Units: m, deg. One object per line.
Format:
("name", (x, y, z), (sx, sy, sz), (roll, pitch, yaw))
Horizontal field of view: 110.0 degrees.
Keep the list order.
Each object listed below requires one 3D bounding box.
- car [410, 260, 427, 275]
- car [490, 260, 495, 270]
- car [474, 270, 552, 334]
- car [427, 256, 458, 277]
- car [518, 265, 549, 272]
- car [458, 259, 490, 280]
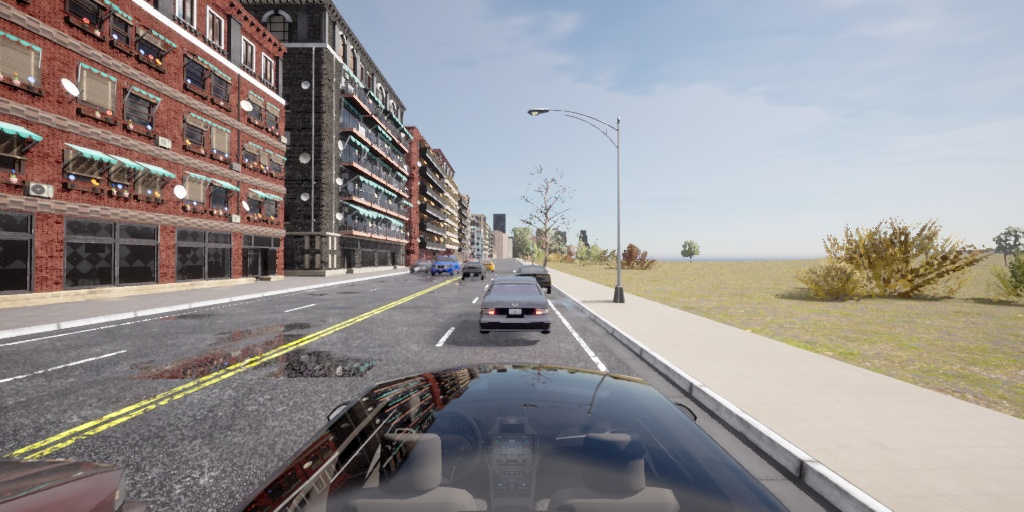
("car", (-9.906, 1.243, 39.735), (2.128, 1.511, 4.902), (0, 0, 0))
("car", (-3.214, 1.229, 45.425), (1.882, 1.535, 5.008), (0, 0, 0))
("car", (0.089, 1.299, 10.597), (2.033, 1.411, 5.357), (0, 0, 0))
("car", (-6.652, 0.973, 36.266), (2.150, 2.045, 5.566), (0, 0, 0))
("car", (1.109, 1.230, 20.361), (1.882, 1.535, 5.008), (0, 0, 0))
("car", (-3.193, 1.254, 30.983), (1.837, 1.490, 4.892), (0, -1, 0))
